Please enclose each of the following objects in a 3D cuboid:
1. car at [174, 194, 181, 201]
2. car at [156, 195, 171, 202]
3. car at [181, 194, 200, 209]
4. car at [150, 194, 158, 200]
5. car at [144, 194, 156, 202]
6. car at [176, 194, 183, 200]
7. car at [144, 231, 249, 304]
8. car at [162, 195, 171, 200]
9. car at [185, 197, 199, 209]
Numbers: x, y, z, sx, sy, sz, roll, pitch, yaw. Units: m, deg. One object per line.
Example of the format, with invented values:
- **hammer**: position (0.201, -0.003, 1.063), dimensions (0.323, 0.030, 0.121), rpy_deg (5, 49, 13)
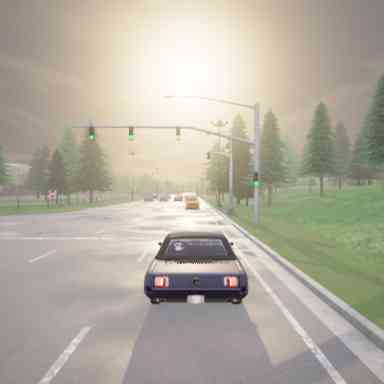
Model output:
- **car**: position (-3.371, 1.590, 80.788), dimensions (1.994, 1.385, 4.181), rpy_deg (0, 0, 0)
- **car**: position (-6.872, 1.576, 80.377), dimensions (2.033, 1.411, 5.357), rpy_deg (0, 0, 0)
- **car**: position (-0.061, 1.113, 46.253), dimensions (1.882, 1.535, 5.008), rpy_deg (-3, 17, -3)
- **car**: position (-10.355, 1.383, 90.803), dimensions (1.837, 1.490, 4.892), rpy_deg (0, 0, 0)
- **car**: position (-10.372, 1.576, 80.383), dimensions (2.033, 1.411, 5.357), rpy_deg (0, 0, 0)
- **car**: position (-3.355, 1.407, 90.791), dimensions (1.812, 1.442, 4.674), rpy_deg (0, 0, 0)
- **car**: position (0.092, 1.605, 8.078), dimensions (1.895, 1.301, 4.718), rpy_deg (0, 0, 0)
- **car**: position (-6.855, 1.423, 90.797), dimensions (2.033, 1.411, 5.357), rpy_deg (0, 0, 0)
- **car**: position (0.014, 1.604, 49.746), dimensions (2.033, 1.411, 5.357), rpy_deg (-1, 1, 1)
